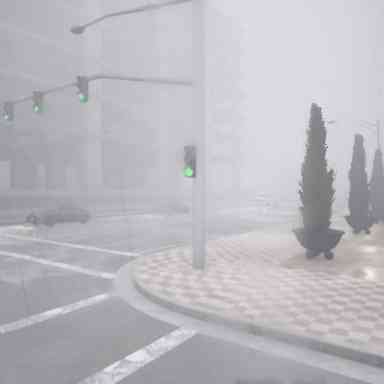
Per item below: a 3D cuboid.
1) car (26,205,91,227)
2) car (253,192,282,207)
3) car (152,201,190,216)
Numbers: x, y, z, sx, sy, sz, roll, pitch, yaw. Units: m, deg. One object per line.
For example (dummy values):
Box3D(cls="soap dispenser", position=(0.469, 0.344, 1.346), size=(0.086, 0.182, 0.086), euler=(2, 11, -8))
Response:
Box3D(cls="car", position=(-9.243, 1.577, 23.276), size=(1.994, 1.385, 4.181), euler=(0, 0, 36))
Box3D(cls="car", position=(11.543, 1.237, 51.900), size=(2.150, 2.045, 5.566), euler=(0, 0, 36))
Box3D(cls="car", position=(-2.066, 1.575, 33.211), size=(1.994, 1.385, 4.181), euler=(0, 0, 36))
